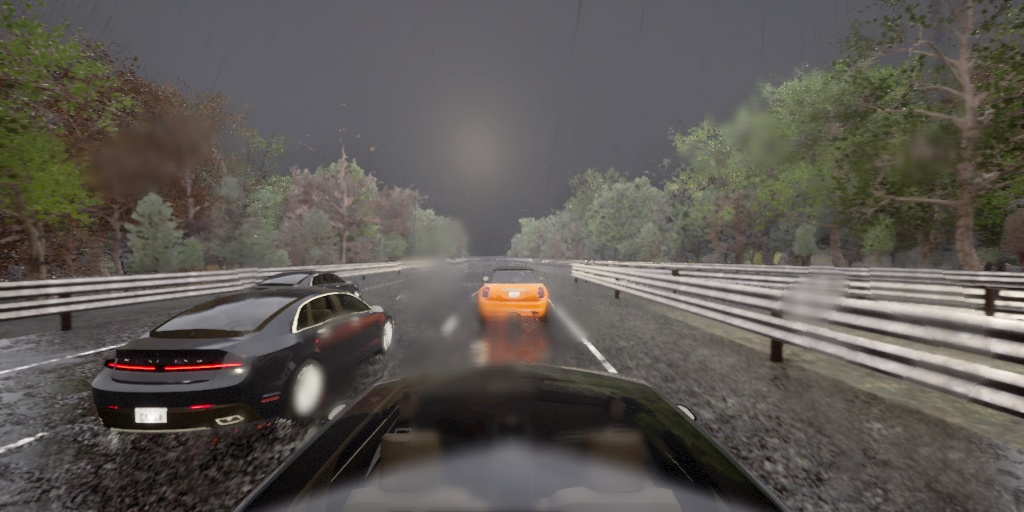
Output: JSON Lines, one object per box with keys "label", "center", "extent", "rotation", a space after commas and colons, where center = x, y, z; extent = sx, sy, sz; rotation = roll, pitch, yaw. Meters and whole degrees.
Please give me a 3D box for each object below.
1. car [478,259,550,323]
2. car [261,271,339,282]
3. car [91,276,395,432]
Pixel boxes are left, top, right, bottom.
{"label": "car", "center": [0.049, 1.103, 12.234], "extent": [2.097, 1.767, 4.553], "rotation": [0, 0, 0]}
{"label": "car", "center": [-6.950, 1.259, 12.463], "extent": [1.837, 1.490, 4.892], "rotation": [0, 0, 0]}
{"label": "car", "center": [-3.416, 1.256, 5.808], "extent": [1.837, 1.490, 4.892], "rotation": [0, 0, 0]}
